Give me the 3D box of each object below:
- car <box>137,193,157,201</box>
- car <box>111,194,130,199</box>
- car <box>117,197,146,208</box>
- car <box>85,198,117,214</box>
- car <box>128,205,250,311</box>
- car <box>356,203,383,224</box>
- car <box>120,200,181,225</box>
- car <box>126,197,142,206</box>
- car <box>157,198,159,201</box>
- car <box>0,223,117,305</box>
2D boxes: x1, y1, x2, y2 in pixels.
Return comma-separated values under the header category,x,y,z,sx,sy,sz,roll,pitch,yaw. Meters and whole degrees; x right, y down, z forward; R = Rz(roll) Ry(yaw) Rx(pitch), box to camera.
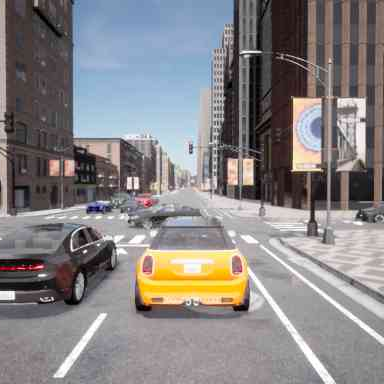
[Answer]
category,x,y,z,sx,sy,sz,roll,pitch,yaw
car,-6.586,1.241,46.016,2.150,2.045,5.566,0,0,1
car,-9.830,1.245,46.224,2.150,2.045,5.566,0,0,1
car,-6.590,1.581,36.743,1.994,1.385,4.181,0,0,0
car,-9.840,1.616,35.585,1.895,1.301,4.718,0,0,0
car,0.013,1.351,7.909,2.097,1.767,4.553,0,0,0
car,13.991,1.469,23.574,4.181,1.385,1.994,0,1,0
car,-1.758,1.495,21.217,4.902,1.511,2.128,0,0,-24
car,-9.809,1.592,56.409,1.994,1.385,4.181,0,0,1
car,-6.565,1.592,56.735,1.994,1.385,4.181,0,0,1
car,-3.151,1.504,8.055,1.837,1.490,4.892,0,0,0
